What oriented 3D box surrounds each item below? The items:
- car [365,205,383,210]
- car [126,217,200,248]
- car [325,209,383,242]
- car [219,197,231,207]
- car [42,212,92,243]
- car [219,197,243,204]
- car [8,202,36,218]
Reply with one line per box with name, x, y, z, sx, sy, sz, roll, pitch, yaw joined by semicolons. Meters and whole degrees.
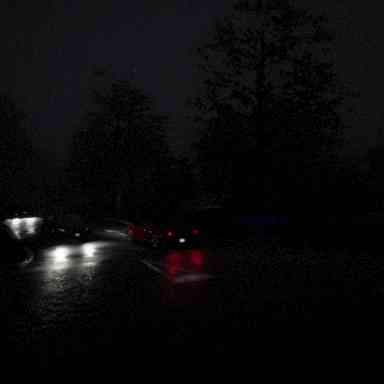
car;11.330;1.638;17.904;2.185;1.767;4.553;1;-1;-35
car;-1.632;1.902;16.522;1.895;1.301;4.718;-1;-1;-33
car;8.772;1.746;16.026;2.002;1.452;4.674;1;-1;-35
car;6.021;1.513;45.661;1.882;1.535;5.008;-2;2;-36
car;-7.293;1.897;19.087;1.812;1.442;4.674;-2;2;-36
car;7.667;1.595;65.141;4.718;1.301;1.895;1;-1;-34
car;-16.683;1.684;32.529;1.994;1.385;4.181;-2;2;-35
